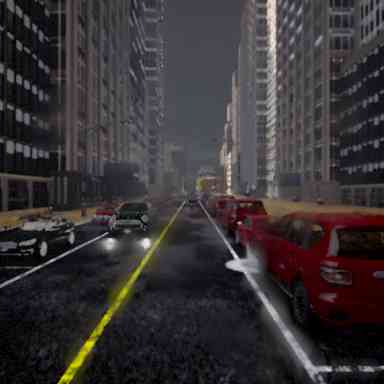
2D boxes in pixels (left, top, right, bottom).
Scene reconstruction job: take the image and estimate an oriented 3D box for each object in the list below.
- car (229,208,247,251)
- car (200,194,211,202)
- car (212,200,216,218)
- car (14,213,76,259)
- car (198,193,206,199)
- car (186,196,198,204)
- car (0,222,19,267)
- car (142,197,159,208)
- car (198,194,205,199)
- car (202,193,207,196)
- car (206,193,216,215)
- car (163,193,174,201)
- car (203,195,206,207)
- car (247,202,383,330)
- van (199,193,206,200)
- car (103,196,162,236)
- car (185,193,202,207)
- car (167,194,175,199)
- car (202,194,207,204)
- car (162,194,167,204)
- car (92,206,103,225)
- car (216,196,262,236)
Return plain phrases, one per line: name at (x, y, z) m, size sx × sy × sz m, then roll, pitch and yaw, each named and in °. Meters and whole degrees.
car at (2.692, 1.503, 12.295) m, size 1.887 × 1.381 × 4.507 m, roll 0°, pitch 0°, yaw 0°
car at (2.687, 1.204, 67.688) m, size 1.967 × 1.590 × 4.097 m, roll 0°, pitch 0°, yaw 0°
car at (2.691, 1.485, 23.375) m, size 1.947 × 1.339 × 4.313 m, roll 0°, pitch 0°, yaw 0°
car at (-5.688, 1.509, 12.294) m, size 2.008 × 1.369 × 4.403 m, roll 0°, pitch 0°, yaw 0°
car at (2.685, 1.125, 89.845) m, size 1.967 × 1.590 × 4.097 m, roll 0°, pitch 0°, yaw 0°
car at (-0.005, 1.360, 58.721) m, size 1.994 × 1.385 × 4.181 m, roll 0°, pitch 0°, yaw 0°
car at (-5.688, 1.543, 6.755) m, size 1.947 × 1.339 × 4.313 m, roll 0°, pitch 0°, yaw 0°
car at (-5.691, 1.425, 45.531) m, size 1.802 × 1.307 × 4.206 m, roll 0°, pitch 0°, yaw 0°
car at (2.684, 1.189, 95.554) m, size 1.752 × 1.417 × 4.829 m, roll 0°, pitch 0°, yaw 0°
car at (2.688, 1.369, 56.610) m, size 1.947 × 1.339 × 4.313 m, roll 0°, pitch 0°, yaw 0°
car at (2.692, 1.215, 28.913) m, size 2.192 × 1.841 × 5.009 m, roll 0°, pitch 0°, yaw 0°
car at (-5.693, 1.059, 73.226) m, size 2.192 × 1.841 × 5.009 m, roll 0°, pitch 0°, yaw 0°
car at (2.690, 1.412, 39.992) m, size 2.008 × 1.369 × 4.403 m, roll 0°, pitch 0°, yaw 0°
car at (2.694, 1.292, 6.755) m, size 2.192 × 1.841 × 5.009 m, roll 0°, pitch 0°, yaw 0°
van at (2.686, 1.045, 84.305) m, size 1.690 × 1.788 × 3.998 m, roll 0°, pitch 0°, yaw 0°
car at (-3.054, 1.290, 18.072) m, size 2.097 × 1.767 × 4.553 m, roll 0°, pitch 0°, yaw 0°
car at (-0.005, 1.324, 48.296) m, size 2.128 × 1.511 × 4.902 m, roll 0°, pitch 0°, yaw 0°
car at (-5.696, 1.229, 89.845) m, size 1.887 × 1.381 × 4.507 m, roll 0°, pitch 0°, yaw 0°
car at (2.689, 1.367, 45.702) m, size 1.752 × 1.417 × 4.829 m, roll 0°, pitch 0°, yaw 0°
car at (-5.692, 1.386, 56.609) m, size 1.802 × 1.307 × 4.206 m, roll 0°, pitch 0°, yaw 0°
car at (-5.689, 1.502, 23.373) m, size 1.802 × 1.307 × 4.206 m, roll 0°, pitch 0°, yaw 0°
car at (2.693, 1.254, 17.835) m, size 2.192 × 1.841 × 5.009 m, roll 0°, pitch 0°, yaw 0°
